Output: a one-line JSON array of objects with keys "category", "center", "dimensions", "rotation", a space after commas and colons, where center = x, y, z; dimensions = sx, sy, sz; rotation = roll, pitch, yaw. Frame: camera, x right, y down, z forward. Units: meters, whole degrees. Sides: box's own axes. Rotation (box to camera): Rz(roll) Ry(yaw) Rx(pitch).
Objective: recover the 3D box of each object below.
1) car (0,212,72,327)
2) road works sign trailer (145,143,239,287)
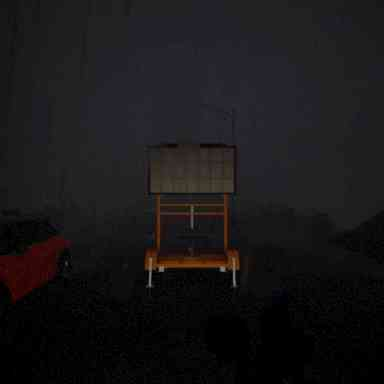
[{"category": "car", "center": [-4.094, 1.352, 6.531], "dimensions": [2.097, 1.767, 4.553], "rotation": [0, 0, 0]}, {"category": "road works sign trailer", "center": [0.006, 0.464, 9.252], "dimensions": [2.380, 3.560, 2.880], "rotation": [0, 0, 0]}]
